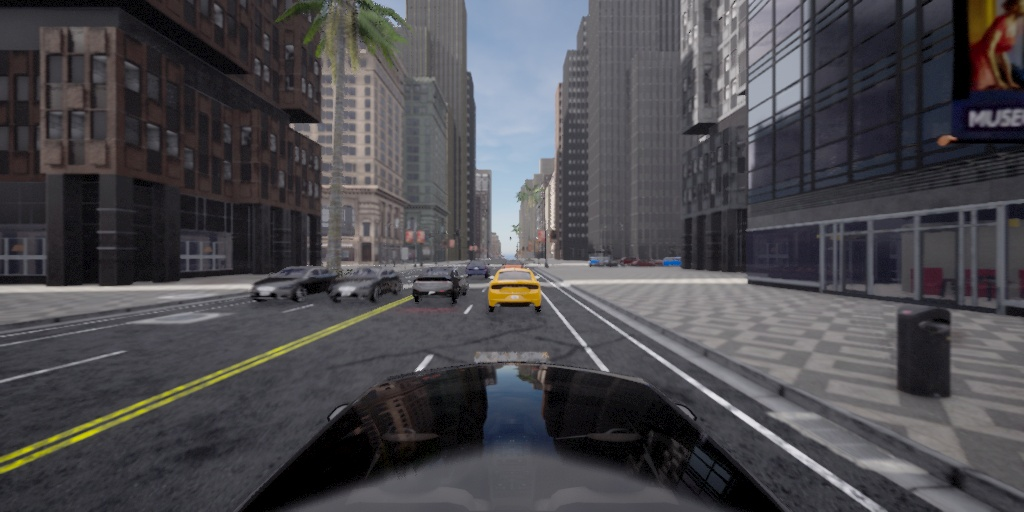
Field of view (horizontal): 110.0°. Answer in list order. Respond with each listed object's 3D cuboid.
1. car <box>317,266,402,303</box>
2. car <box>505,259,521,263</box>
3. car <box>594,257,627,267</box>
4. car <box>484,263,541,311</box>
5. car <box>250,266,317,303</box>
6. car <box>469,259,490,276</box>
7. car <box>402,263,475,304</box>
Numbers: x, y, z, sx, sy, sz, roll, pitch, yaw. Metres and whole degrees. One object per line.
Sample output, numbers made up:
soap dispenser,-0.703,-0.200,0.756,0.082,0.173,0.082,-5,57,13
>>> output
car,-6.603,1.241,16.727,2.128,1.511,4.902,0,0,0
car,0.095,1.103,33.649,2.097,1.767,4.553,0,0,0
car,17.064,1.304,62.416,4.403,1.370,2.007,0,0,0
car,0.099,1.227,14.539,1.882,1.535,5.008,0,0,0
car,-9.851,1.240,16.748,2.128,1.511,4.902,0,0,0
car,-3.154,1.103,33.650,2.097,1.767,4.553,0,0,0
car,-3.152,1.241,16.457,2.128,1.511,4.902,0,0,0
